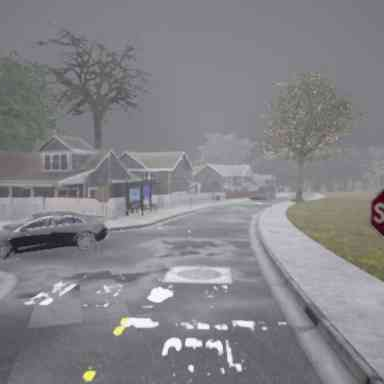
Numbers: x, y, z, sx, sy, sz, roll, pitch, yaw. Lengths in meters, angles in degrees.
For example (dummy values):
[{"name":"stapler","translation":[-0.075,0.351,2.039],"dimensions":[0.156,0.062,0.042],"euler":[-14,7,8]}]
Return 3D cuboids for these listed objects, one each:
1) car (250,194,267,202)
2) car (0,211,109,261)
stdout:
[{"name":"car","translation":[11.277,0.943,55.963],"dimensions":[1.895,1.301,4.718],"euler":[1,1,27]},{"name":"car","translation":[-5.708,1.560,12.811],"dimensions":[4.902,1.511,2.128],"euler":[-3,4,-31]}]
